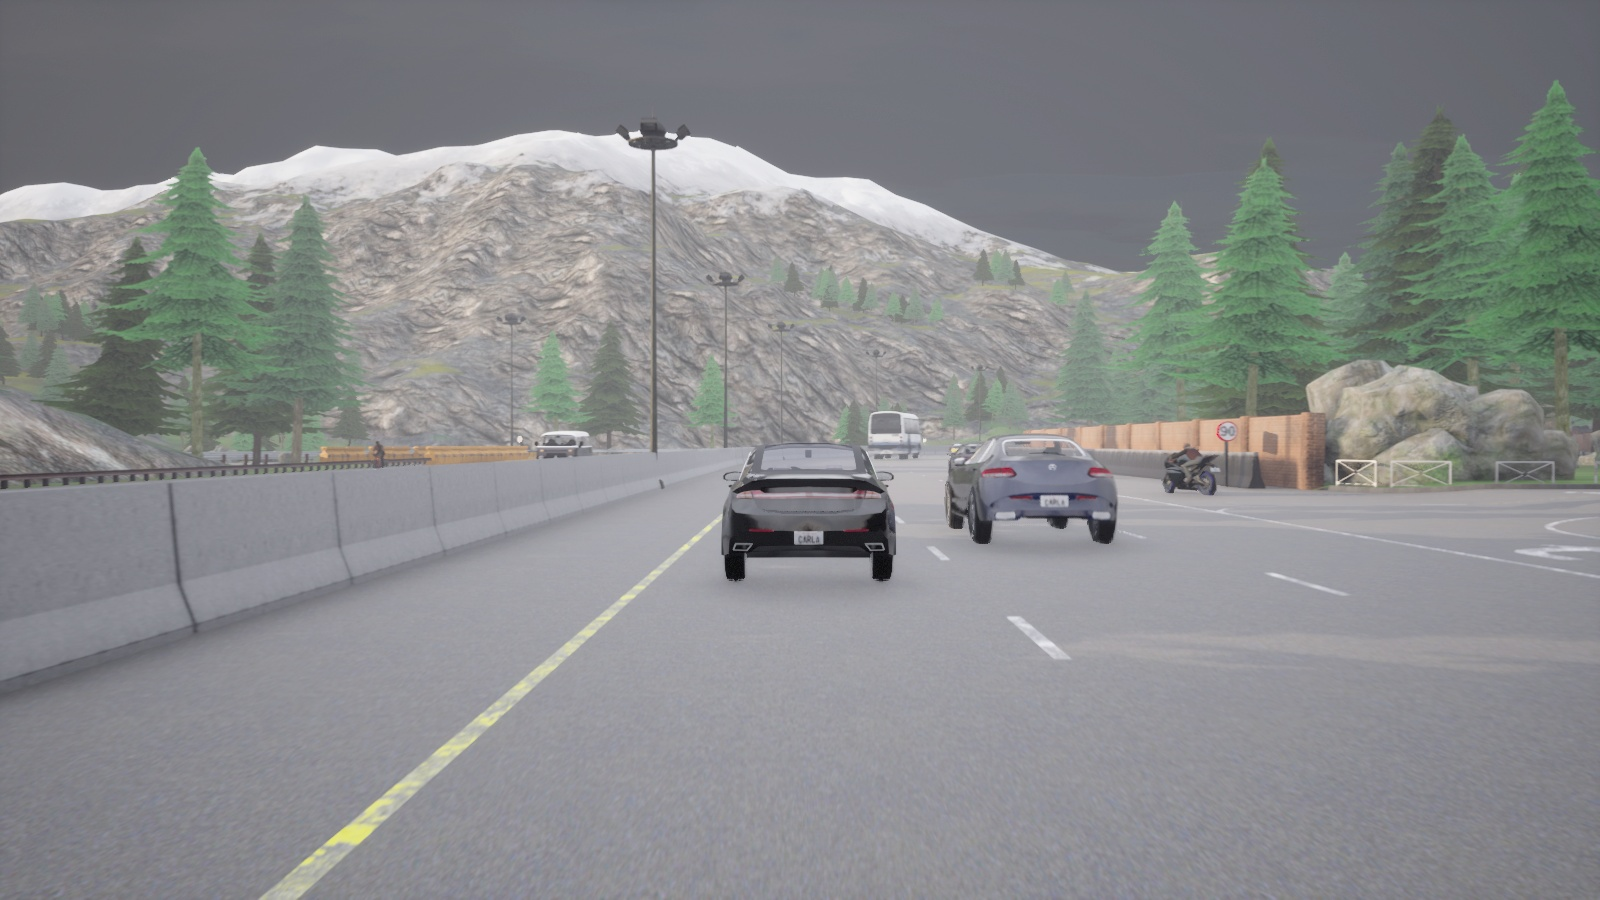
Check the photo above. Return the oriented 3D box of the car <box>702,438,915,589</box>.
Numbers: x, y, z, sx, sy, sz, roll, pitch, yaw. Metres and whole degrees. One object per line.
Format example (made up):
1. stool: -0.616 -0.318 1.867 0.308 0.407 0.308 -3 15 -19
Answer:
1. car: 0.101 0.618 15.014 2.128 1.511 4.902 0 0 0

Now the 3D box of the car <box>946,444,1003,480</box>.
1. car: 7.317 0.467 53.028 1.816 1.474 4.193 0 0 0

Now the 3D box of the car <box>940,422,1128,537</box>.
1. car: 3.632 0.412 20.512 2.152 1.651 5.027 0 0 0

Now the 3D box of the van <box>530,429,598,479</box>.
1. van: -10.175 0.155 54.378 2.069 2.038 4.480 0 0 0

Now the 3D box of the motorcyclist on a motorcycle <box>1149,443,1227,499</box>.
1. motorcyclist on a motorcycle: 11.122 0.587 36.086 0.866 1.530 2.191 2 0 -24
